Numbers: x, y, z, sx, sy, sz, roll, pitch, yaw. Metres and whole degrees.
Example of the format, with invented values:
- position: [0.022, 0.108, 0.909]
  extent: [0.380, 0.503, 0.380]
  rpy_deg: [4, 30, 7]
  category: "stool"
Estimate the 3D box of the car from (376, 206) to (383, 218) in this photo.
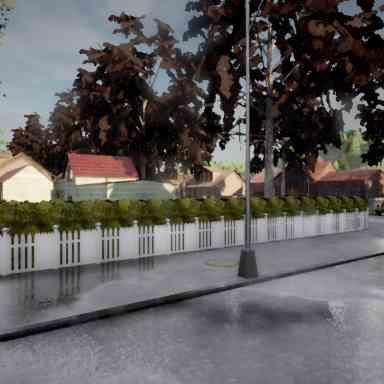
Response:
- position: [17.994, 1.491, 27.615]
  extent: [2.128, 1.511, 4.902]
  rpy_deg: [0, 0, -39]
  category: "car"

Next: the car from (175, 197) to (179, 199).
- position: [-3.294, 1.526, 57.280]
  extent: [1.812, 1.442, 4.674]
  rpy_deg: [0, 0, -35]
  category: "car"
